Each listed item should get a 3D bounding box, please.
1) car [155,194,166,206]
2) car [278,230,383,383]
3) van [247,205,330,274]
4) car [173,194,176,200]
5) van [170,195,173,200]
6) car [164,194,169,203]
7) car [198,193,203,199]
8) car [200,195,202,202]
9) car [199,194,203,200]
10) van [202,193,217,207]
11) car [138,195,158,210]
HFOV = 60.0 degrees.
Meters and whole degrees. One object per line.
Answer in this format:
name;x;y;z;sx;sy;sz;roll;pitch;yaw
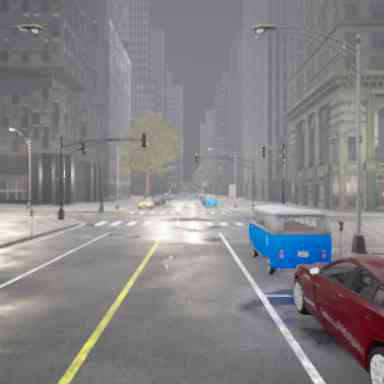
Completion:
car;-5.779;1.478;53.344;1.887;1.381;4.507;0;0;0
car;2.776;1.537;4.656;1.887;1.381;4.507;0;0;0
van;2.776;1.325;10.181;1.690;1.788;3.998;0;0;0
car;-5.791;1.483;85.078;1.947;1.339;4.313;0;0;0
van;-5.786;1.262;74.500;1.690;1.788;3.998;0;0;0
car;-5.781;1.244;58.633;2.192;1.841;5.009;0;0;0
car;2.740;1.474;69.818;2.008;1.369;4.403;0;0;0
car;2.745;1.500;53.578;1.947;1.339;4.313;0;0;0
car;2.744;1.474;58.991;1.887;1.381;4.507;0;0;0
van;2.748;1.279;48.165;1.690;1.788;3.998;0;0;0
car;-5.782;1.468;42.594;1.752;1.417;4.829;0;0;0
